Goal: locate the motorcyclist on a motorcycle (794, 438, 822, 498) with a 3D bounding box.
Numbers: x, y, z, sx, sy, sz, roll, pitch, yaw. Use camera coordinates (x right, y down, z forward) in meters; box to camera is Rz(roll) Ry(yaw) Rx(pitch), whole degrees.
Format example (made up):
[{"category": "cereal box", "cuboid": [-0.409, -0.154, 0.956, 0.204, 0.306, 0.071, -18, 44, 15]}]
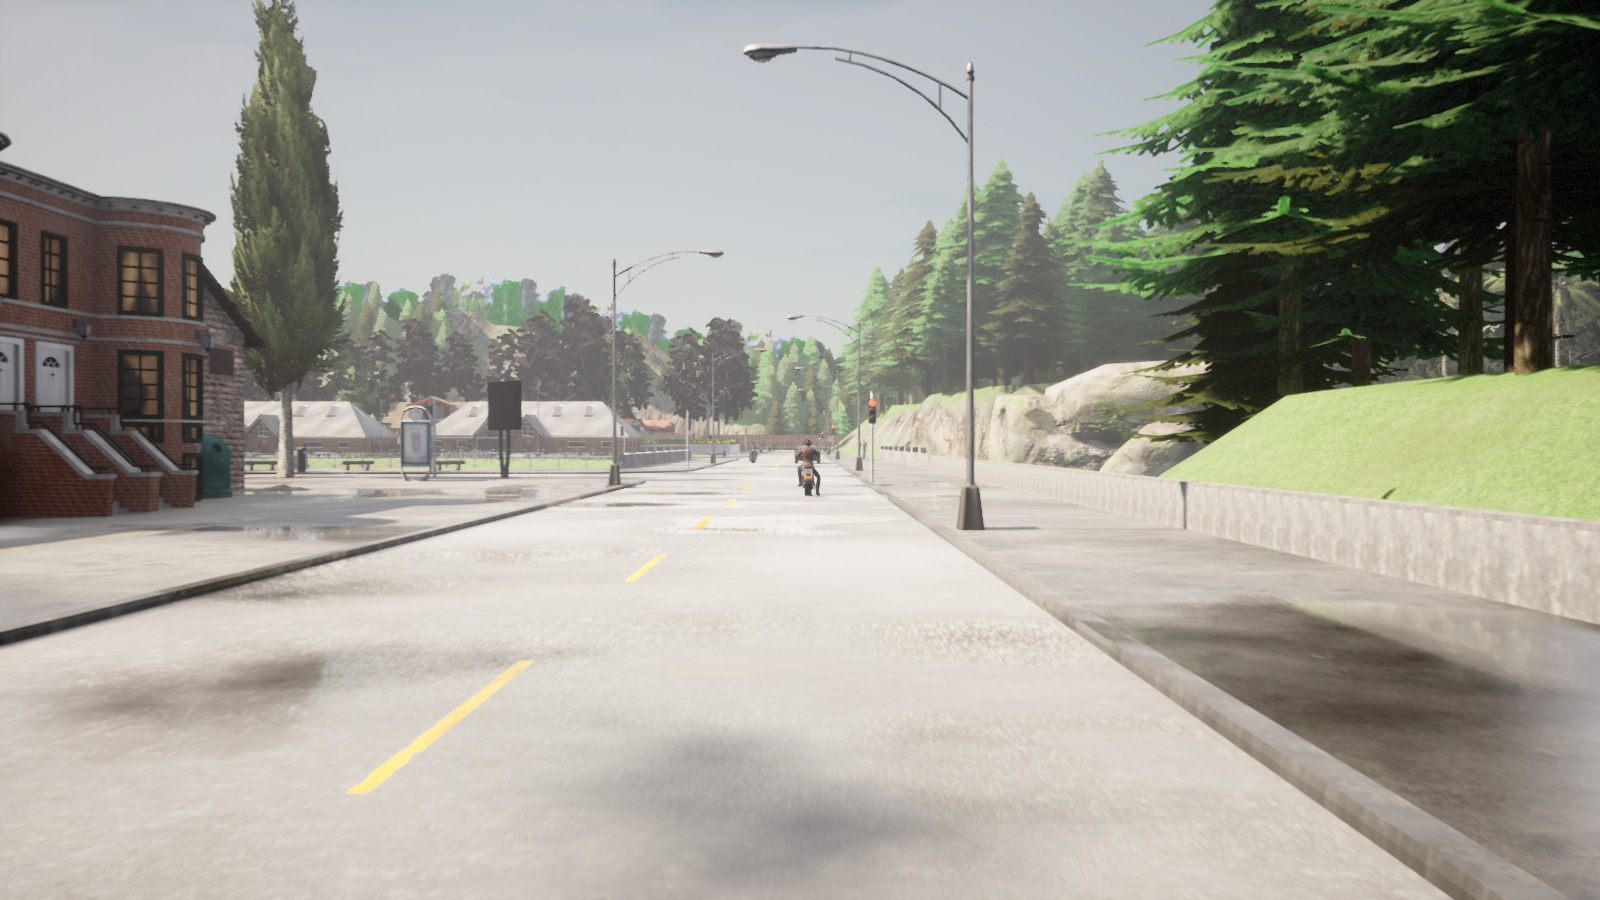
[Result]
[{"category": "motorcyclist on a motorcycle", "cuboid": [0.226, 0.496, 35.667, 0.766, 1.649, 2.350, 0, 0, 0]}]
